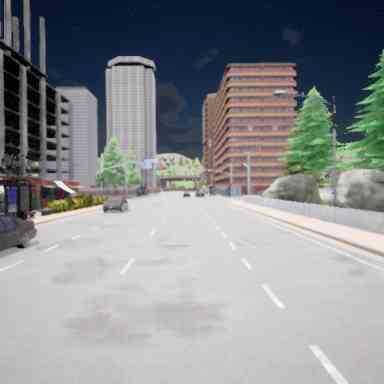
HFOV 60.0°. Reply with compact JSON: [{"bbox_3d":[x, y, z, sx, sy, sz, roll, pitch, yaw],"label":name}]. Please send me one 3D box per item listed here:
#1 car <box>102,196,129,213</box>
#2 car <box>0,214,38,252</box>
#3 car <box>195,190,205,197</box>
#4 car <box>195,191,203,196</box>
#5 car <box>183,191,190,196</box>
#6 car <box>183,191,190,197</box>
[{"bbox_3d":[-7.537,1.232,33.124,1.837,1.490,4.892,-1,0,-1],"label":"car"},{"bbox_3d":[-7.262,1.502,11.451,2.033,1.411,5.357,-1,1,-1],"label":"car"},{"bbox_3d":[2.122,0.409,84.997,2.097,1.767,4.553,-1,1,-1],"label":"car"},{"bbox_3d":[1.957,0.445,95.060,1.994,1.385,4.181,-1,1,-1],"label":"car"},{"bbox_3d":[-1.542,0.472,95.002,2.033,1.411,5.357,-1,1,-1],"label":"car"},{"bbox_3d":[-1.377,0.688,85.035,1.895,1.301,4.718,-1,1,-1],"label":"car"}]
